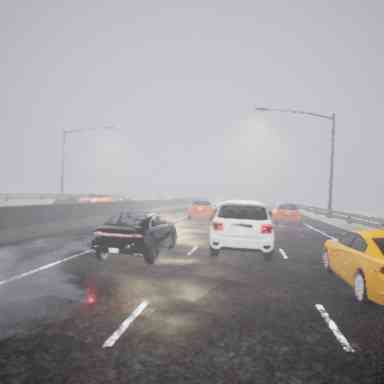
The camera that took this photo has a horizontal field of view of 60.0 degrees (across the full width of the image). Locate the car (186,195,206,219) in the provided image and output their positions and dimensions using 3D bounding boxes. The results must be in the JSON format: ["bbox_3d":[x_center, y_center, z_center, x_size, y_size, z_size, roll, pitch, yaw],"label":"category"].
[{"bbox_3d":[1.034,1.459,29.342,2.097,1.767,4.553,3,0,9],"label":"car"}]

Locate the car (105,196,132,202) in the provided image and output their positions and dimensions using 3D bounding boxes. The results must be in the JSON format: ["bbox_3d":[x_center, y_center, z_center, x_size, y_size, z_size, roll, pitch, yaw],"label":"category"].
[{"bbox_3d":[-8.120,1.293,39.352,1.994,1.385,4.181,3,0,10],"label":"car"}]

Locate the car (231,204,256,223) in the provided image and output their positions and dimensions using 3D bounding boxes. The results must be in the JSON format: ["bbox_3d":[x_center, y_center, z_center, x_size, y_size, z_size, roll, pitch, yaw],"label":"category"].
[{"bbox_3d":[4.614,1.830,29.610,1.994,1.385,4.181,3,0,9],"label":"car"}]

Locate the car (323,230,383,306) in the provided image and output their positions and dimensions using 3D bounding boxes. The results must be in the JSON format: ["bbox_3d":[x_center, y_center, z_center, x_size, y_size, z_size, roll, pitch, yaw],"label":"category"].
[{"bbox_3d":[4.768,1.703,8.438,1.882,1.535,5.008,3,0,9],"label":"car"}]

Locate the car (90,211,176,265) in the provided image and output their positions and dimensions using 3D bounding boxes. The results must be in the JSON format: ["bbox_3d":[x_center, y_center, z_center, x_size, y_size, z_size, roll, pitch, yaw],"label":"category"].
[{"bbox_3d":[-1.803,1.434,11.670,2.128,1.511,4.902,3,0,9],"label":"car"}]

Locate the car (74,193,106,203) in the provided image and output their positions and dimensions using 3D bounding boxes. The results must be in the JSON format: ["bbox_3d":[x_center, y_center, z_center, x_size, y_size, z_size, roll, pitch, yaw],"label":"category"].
[{"bbox_3d":[-11.606,0.927,39.651,2.097,1.767,4.553,3,0,10],"label":"car"}]

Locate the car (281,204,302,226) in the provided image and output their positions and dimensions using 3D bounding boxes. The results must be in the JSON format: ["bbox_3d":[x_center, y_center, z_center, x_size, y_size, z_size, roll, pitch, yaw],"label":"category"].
[{"bbox_3d":[7.942,1.762,28.257,2.097,1.767,4.553,3,0,9],"label":"car"}]

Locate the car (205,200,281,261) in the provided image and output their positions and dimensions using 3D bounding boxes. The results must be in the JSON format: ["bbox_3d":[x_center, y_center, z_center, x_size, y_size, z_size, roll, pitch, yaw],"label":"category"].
[{"bbox_3d":[1.986,1.334,13.174,2.150,2.045,5.566,3,0,9],"label":"car"}]

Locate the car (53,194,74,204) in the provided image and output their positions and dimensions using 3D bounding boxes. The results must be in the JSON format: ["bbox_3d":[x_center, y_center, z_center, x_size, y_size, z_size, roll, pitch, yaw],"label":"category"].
[{"bbox_3d":[-15.011,0.991,40.536,1.994,1.385,4.181,3,0,10],"label":"car"}]
